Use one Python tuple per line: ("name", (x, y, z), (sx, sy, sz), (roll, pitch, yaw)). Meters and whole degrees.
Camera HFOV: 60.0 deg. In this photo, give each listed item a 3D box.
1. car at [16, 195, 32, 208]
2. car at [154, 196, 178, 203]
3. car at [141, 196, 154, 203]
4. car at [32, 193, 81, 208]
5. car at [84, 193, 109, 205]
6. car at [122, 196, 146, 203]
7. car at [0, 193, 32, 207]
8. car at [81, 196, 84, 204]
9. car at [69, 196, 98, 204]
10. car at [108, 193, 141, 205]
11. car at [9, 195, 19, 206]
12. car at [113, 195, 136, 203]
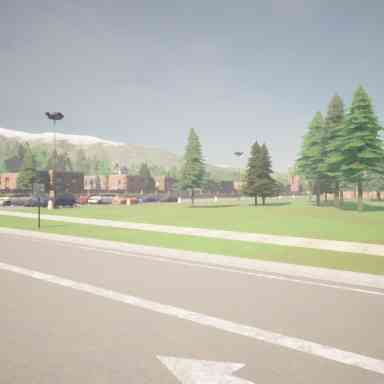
("car", (-22.415, 1.548, 49.160), (2.033, 1.411, 5.357), (0, 0, 35))
("car", (-4.809, 1.548, 68.110), (2.033, 1.411, 5.357), (0, 0, 35))
("car", (-8.943, 1.526, 68.286), (1.812, 1.442, 4.674), (0, 0, 35))
("car", (-19.300, 1.221, 47.502), (2.150, 2.045, 5.566), (0, 0, 35))
("car", (-15.589, 1.225, 58.899), (2.150, 2.045, 5.566), (0, 0, 35))
("car", (-12.062, 1.525, 69.919), (2.128, 1.511, 4.902), (0, 0, 35))
("car", (-28.168, 1.221, 53.142), (2.150, 2.045, 5.566), (0, 0, 35))
("car", (-18.044, 1.217, 61.472), (2.150, 2.045, 5.566), (0, 1, 35))
("car", (-20.723, 1.492, 63.707), (2.128, 1.511, 4.902), (0, 0, 35))
("car", (-11.788, 1.351, 58.235), (2.097, 1.767, 4.553), (0, 0, 35))
("car", (-24.830, 1.548, 51.811), (2.033, 1.411, 5.357), (0, 0, 35))
("car", (-14.634, 1.477, 72.349), (1.882, 1.535, 5.008), (0, 0, 35))
